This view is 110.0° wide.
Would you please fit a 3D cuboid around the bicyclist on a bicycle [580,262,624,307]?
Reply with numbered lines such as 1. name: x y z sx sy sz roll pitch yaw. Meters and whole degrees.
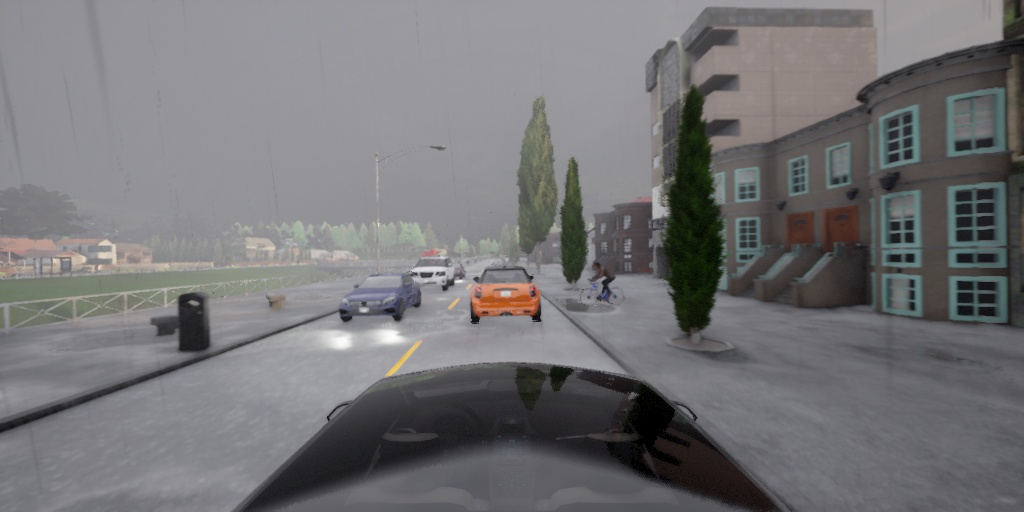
1. bicyclist on a bicycle: 3.269 1.034 13.052 1.656 1.620 0.582 -1 0 -2

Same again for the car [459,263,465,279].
1. car: -5.276 1.325 32.649 1.812 1.442 4.674 -1 0 -2

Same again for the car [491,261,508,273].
1. car: -1.557 1.329 43.794 1.895 1.301 4.718 -1 0 -2

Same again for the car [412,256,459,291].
1. car: -4.897 1.026 22.702 2.150 2.045 5.566 -1 0 -3

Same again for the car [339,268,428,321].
1. car: -4.492 1.335 12.936 1.812 1.442 4.674 -1 0 -3

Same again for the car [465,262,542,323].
1. car: -0.263 1.094 12.328 2.097 1.767 4.553 -1 0 -2
